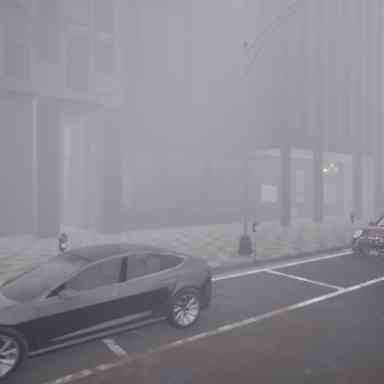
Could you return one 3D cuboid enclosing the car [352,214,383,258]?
[{"bbox_3d":[7.552,1.461,11.979,4.097,1.590,1.967,0,0,-36],"label":"car"}]

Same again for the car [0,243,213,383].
[{"bbox_3d":[-1.603,1.580,5.392,4.313,1.339,1.947,0,0,-36],"label":"car"}]
